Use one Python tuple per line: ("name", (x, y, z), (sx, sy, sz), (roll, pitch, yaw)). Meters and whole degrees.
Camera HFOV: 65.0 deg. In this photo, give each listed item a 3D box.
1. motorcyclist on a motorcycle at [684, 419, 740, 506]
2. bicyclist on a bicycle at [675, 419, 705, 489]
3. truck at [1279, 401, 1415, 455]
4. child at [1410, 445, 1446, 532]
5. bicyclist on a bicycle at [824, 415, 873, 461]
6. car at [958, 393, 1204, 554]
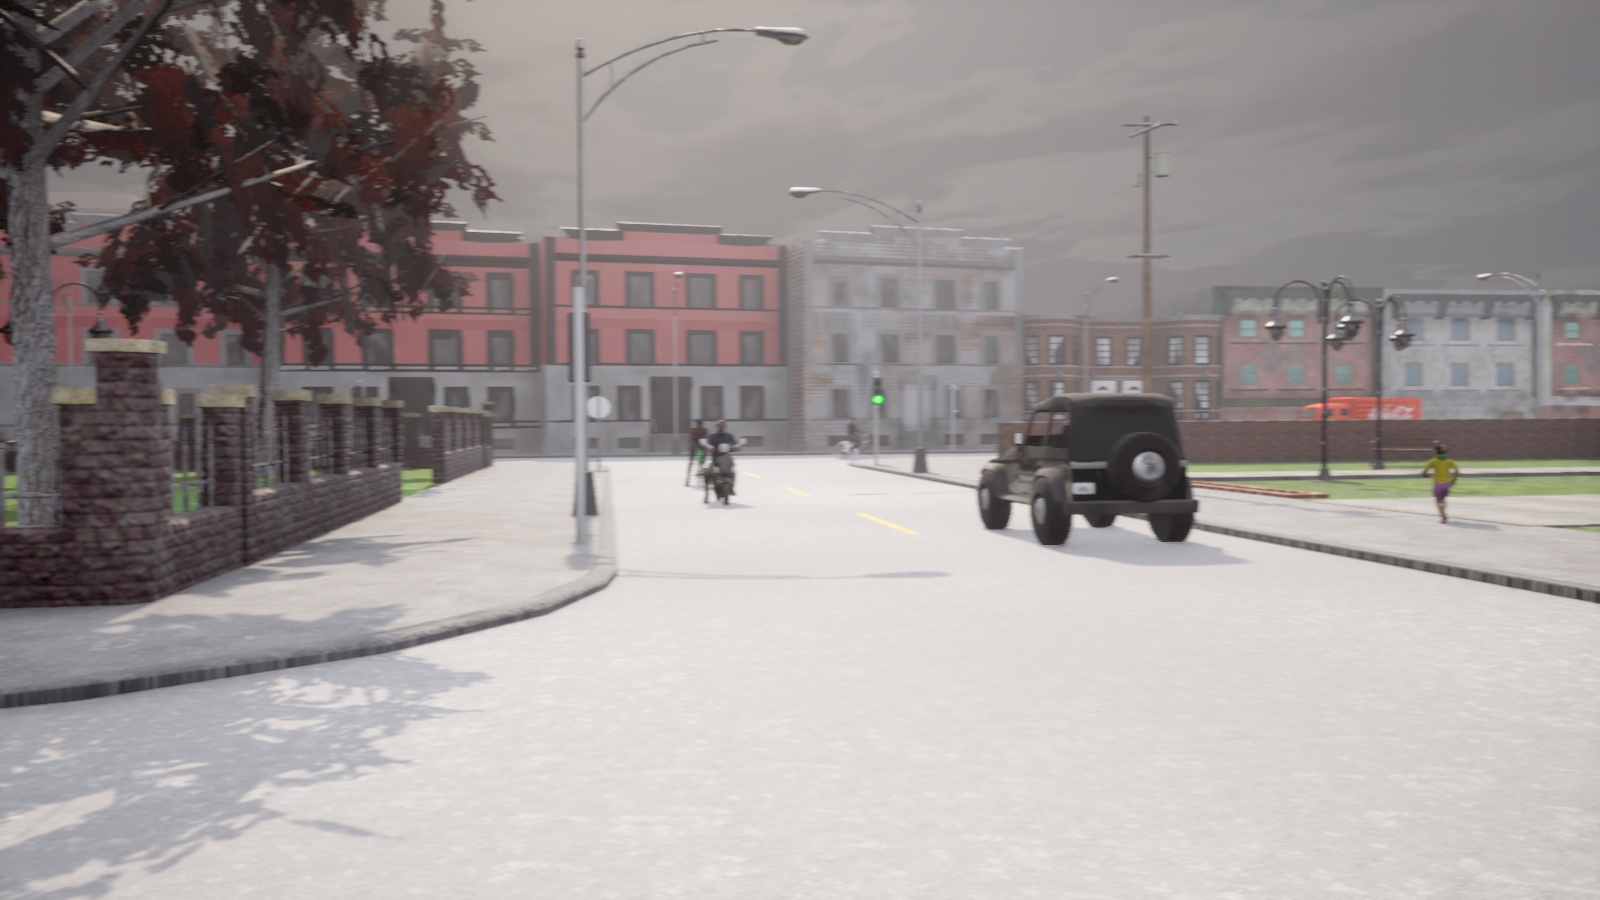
("motorcyclist on a motorcycle", (-1.688, 0.213, 23.867), (0.866, 1.590, 1.817), (0, 1, -10))
("bicyclist on a bicycle", (-2.636, 0.068, 29.956), (0.582, 1.620, 1.656), (0, 2, -10))
("truck", (25.623, -1.040, 58.946), (5.204, 2.467, 2.627), (0, 1, -9))
("child", (8.570, 0.513, 17.147), (0.299, 1.160, 0.473), (0, 1, 8))
("bicyclist on a bicycle", (1.945, -0.494, 50.389), (1.843, 1.776, 0.659), (-1, 4, -29))
("car", (3.564, 0.227, 16.702), (1.905, 1.878, 3.866), (0, 1, -9))
